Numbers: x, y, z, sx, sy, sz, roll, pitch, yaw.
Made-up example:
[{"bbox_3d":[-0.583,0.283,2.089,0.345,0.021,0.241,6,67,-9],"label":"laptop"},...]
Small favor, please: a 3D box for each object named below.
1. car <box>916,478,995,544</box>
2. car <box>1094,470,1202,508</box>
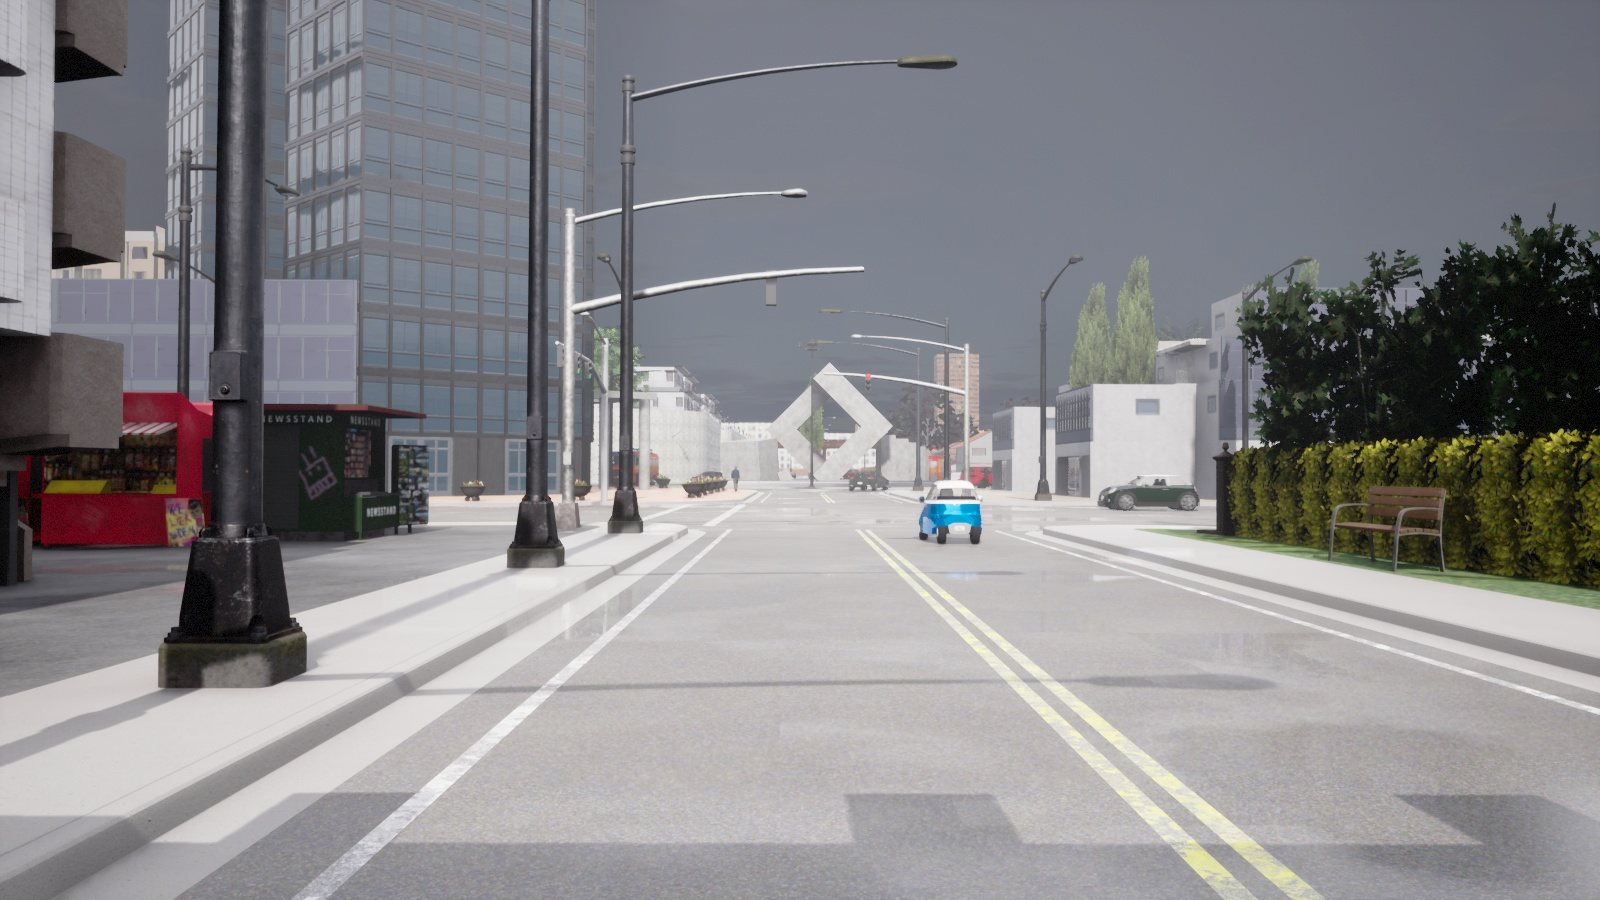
[{"bbox_3d":[3.429,1.327,27.981,1.481,1.376,2.207,0,-1,0],"label":"car"},{"bbox_3d":[14.138,1.581,51.154,3.806,1.475,1.970,0,-1,-1],"label":"car"}]
